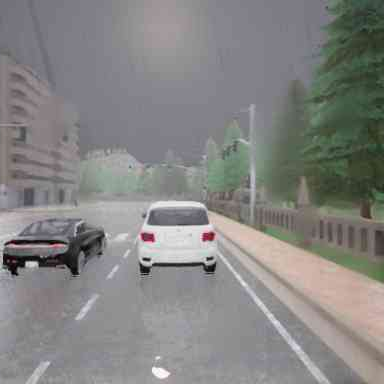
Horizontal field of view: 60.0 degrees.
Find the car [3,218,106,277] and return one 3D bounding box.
[{"bbox_3d":[-4.051,1.576,10.574,2.128,1.511,4.902,0,0,-3],"label":"car"}]

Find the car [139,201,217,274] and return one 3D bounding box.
[{"bbox_3d":[-0.500,1.309,11.037,2.150,2.045,5.566,0,0,-4],"label":"car"}]

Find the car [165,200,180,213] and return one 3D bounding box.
[{"bbox_3d":[-2.573,1.860,43.832,1.812,1.442,4.674,0,0,-4],"label":"car"}]
